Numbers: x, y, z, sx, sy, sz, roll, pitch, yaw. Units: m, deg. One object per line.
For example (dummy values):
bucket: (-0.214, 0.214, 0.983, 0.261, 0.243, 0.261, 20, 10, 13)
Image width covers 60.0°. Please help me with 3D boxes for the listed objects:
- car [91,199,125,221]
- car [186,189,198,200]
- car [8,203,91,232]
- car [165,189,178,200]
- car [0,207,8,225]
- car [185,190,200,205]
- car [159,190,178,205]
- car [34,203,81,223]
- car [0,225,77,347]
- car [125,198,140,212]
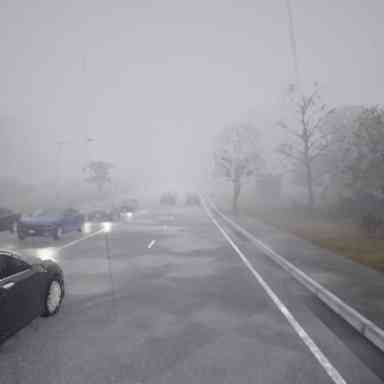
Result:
car: (-7.091, 1.523, 27.363, 1.812, 1.442, 4.674, 0, 0, 0)
car: (0.016, 0.451, 56.868, 1.882, 1.535, 5.008, 0, 3, 0)
car: (-7.095, 1.476, 17.222, 1.882, 1.535, 5.008, 0, 0, 0)
car: (-3.479, 0.441, 57.058, 1.882, 1.535, 5.008, 0, 3, 0)
car: (-10.596, 1.476, 16.848, 1.882, 1.535, 5.008, 0, 0, 0)
car: (0.113, 1.001, 46.502, 2.128, 1.511, 4.902, 0, 3, 0)
car: (-3.389, 0.835, 47.007, 2.097, 1.767, 4.553, 0, 3, 0)
car: (-10.592, 1.598, 26.644, 1.895, 1.301, 4.718, 0, 0, 0)
car: (-3.398, 1.505, 4.558, 1.837, 1.490, 4.892, 0, 0, 0)
car: (-7.081, 1.440, 37.623, 2.033, 1.411, 5.357, 0, 2, 0)
